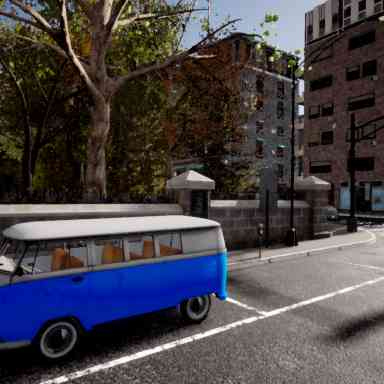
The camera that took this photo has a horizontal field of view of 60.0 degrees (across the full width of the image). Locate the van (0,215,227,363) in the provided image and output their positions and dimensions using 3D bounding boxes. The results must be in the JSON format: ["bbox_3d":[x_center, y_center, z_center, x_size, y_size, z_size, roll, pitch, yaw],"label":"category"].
[{"bbox_3d":[-1.253,1.342,5.608,3.998,1.788,1.690,0,1,-36],"label":"van"}]

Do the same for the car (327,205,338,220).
[{"bbox_3d":[9.204,1.250,26.552,2.097,1.767,4.553,1,0,-35],"label":"car"}]
